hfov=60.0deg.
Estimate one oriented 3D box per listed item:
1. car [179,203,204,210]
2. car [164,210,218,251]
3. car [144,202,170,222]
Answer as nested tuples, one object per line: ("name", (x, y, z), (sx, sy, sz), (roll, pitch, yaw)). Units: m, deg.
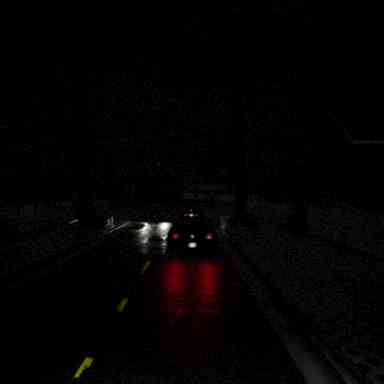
("car", (-0.056, 1.684, 28.803), (1.837, 1.490, 4.892), (0, -1, 0))
("car", (0.017, 1.675, 14.459), (1.895, 1.301, 4.718), (0, 0, 0))
("car", (-2.974, 1.659, 28.720), (1.882, 1.535, 5.008), (0, 0, 0))
